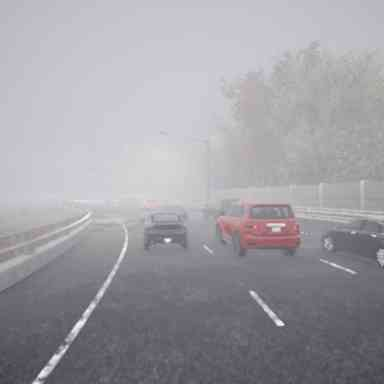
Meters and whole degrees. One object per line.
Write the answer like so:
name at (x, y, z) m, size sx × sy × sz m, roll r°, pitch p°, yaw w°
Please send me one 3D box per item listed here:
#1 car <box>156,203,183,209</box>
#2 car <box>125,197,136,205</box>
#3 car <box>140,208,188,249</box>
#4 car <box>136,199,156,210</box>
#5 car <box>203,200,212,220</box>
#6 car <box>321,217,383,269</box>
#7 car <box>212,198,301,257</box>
car at (-1.859, 1.974, 32.467) m, size 1.994 × 1.385 × 4.181 m, roll 0°, pitch -1°, yaw -18°
car at (-15.467, 2.340, 86.145) m, size 2.150 × 2.045 × 5.566 m, roll 0°, pitch -1°, yaw 10°
car at (-1.357, 1.705, 15.694) m, size 1.837 × 1.490 × 4.892 m, roll 0°, pitch -1°, yaw -9°
car at (-7.117, 2.050, 54.520) m, size 2.097 × 1.767 × 4.553 m, roll 0°, pitch -1°, yaw -24°
car at (2.673, 1.584, 29.692) m, size 2.150 × 2.045 × 5.566 m, roll 0°, pitch -1°, yaw -16°
car at (6.477, 1.633, 11.667) m, size 1.837 × 1.490 × 4.892 m, roll 0°, pitch 0°, yaw -10°
car at (2.503, 1.388, 13.836) m, size 2.150 × 2.045 × 5.566 m, roll 0°, pitch -1°, yaw -7°
